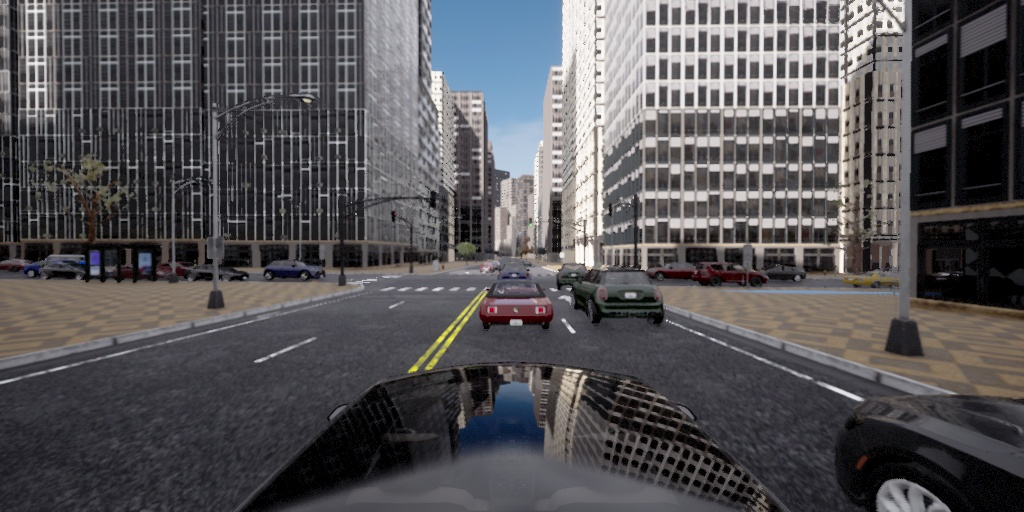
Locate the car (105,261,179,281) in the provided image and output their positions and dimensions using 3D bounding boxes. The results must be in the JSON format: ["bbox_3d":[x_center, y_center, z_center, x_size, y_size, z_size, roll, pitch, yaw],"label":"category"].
[{"bbox_3d":[-28.379,1.267,27.733,4.207,1.307,1.802,0,0,1],"label":"car"}]

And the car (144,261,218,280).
[{"bbox_3d":[-27.974,1.184,30.420,4.674,1.442,1.812,1,1,1],"label":"car"}]

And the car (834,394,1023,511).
[{"bbox_3d":[3.343,1.252,0.665,1.837,1.490,4.892,0,0,0],"label":"car"}]

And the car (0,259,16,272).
[{"bbox_3d":[-50.920,0.966,36.717,4.207,1.307,1.802,0,0,1],"label":"car"}]

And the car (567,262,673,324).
[{"bbox_3d":[3.361,1.147,12.271,2.097,1.767,4.553,0,0,0],"label":"car"}]

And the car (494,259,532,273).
[{"bbox_3d":[0.139,1.261,24.112,2.097,1.767,4.553,0,-1,0],"label":"car"}]

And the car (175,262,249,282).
[{"bbox_3d":[-22.695,1.302,27.591,4.313,1.339,1.948,0,0,1],"label":"car"}]

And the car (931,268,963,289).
[{"bbox_3d":[33.147,1.808,26.688,4.207,1.307,1.802,0,0,1],"label":"car"}]

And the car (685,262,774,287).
[{"bbox_3d":[16.229,1.394,27.004,5.009,1.841,2.192,0,0,1],"label":"car"}]

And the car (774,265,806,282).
[{"bbox_3d":[23.909,1.585,32.640,4.892,1.490,1.837,0,1,1],"label":"car"}]

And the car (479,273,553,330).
[{"bbox_3d":[0.111,1.392,11.230,1.895,1.301,4.718,0,0,0],"label":"car"}]

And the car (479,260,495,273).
[{"bbox_3d":[-3.263,1.469,47.974,1.812,1.442,4.674,0,0,0],"label":"car"}]

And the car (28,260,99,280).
[{"bbox_3d":[-34.059,1.199,27.914,4.313,1.339,1.948,0,0,1],"label":"car"}]

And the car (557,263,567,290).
[{"bbox_3d":[4.133,1.255,23.801,2.097,1.767,4.553,-1,-2,11],"label":"car"}]

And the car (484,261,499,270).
[{"bbox_3d":[-3.244,1.527,57.661,2.033,1.411,5.357,0,0,0],"label":"car"}]

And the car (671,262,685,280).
[{"bbox_3d":[14.667,1.352,32.870,4.553,1.767,2.097,1,1,2],"label":"car"}]

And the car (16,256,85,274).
[{"bbox_3d":[-38.448,1.041,30.649,5.008,1.535,1.882,1,1,2],"label":"car"}]

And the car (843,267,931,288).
[{"bbox_3d":[27.677,1.703,26.790,4.829,1.417,1.751,0,0,1],"label":"car"}]

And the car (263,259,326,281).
[{"bbox_3d":[-18.193,1.098,30.167,4.553,1.767,2.097,1,1,2],"label":"car"}]
